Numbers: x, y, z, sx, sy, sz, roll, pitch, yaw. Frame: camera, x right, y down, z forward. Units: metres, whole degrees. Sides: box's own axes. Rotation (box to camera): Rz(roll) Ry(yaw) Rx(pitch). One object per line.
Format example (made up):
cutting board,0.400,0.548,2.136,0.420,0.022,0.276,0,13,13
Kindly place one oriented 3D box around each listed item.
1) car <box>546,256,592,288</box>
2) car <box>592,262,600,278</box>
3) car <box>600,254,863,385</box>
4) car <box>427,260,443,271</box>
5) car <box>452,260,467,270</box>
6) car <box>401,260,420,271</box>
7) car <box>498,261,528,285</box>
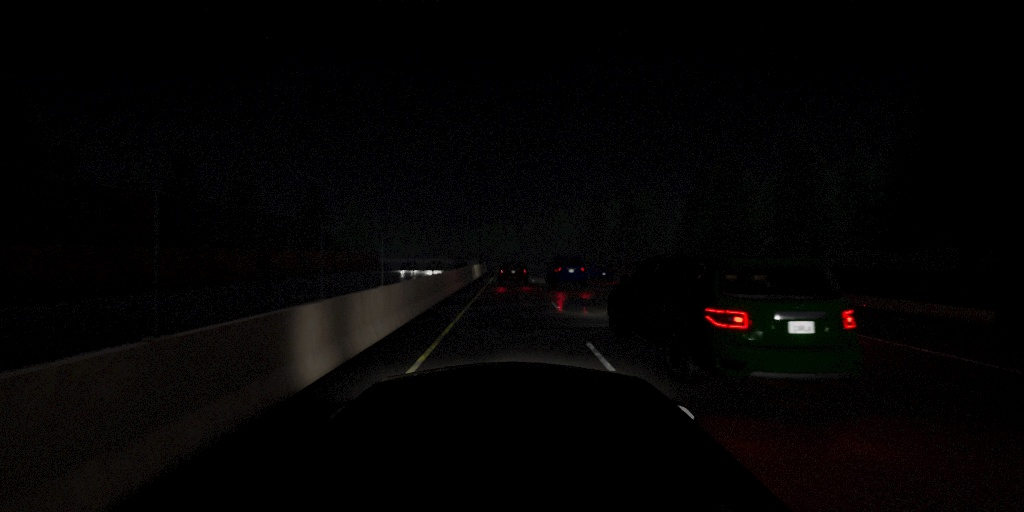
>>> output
car,3.596,0.985,24.320,2.150,2.045,5.566,0,0,0
car,7.095,1.243,30.143,1.882,1.535,5.008,0,0,0
car,3.599,0.976,7.154,2.150,2.045,5.566,0,0,0
car,-10.945,1.270,51.209,2.128,1.511,4.902,0,0,-4
car,-7.432,1.255,51.049,1.882,1.535,5.008,0,0,-4
car,-14.426,1.303,50.891,1.812,1.442,4.674,0,0,-4
car,0.095,1.115,26.584,2.097,1.767,4.553,0,0,0
